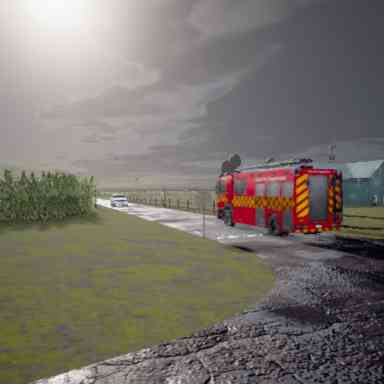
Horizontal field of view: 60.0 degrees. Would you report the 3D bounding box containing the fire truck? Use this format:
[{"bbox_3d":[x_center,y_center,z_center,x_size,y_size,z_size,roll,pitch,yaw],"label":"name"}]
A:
[{"bbox_3d":[4.500,0.341,19.438,2.891,3.827,8.468,-1,0,-21],"label":"fire truck"}]

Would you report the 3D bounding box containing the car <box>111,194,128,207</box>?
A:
[{"bbox_3d":[-11.967,1.357,54.452,2.150,2.045,5.566,-1,0,-21],"label":"car"}]
